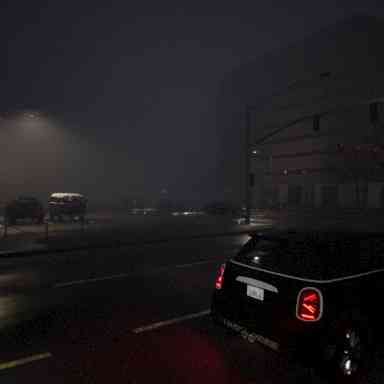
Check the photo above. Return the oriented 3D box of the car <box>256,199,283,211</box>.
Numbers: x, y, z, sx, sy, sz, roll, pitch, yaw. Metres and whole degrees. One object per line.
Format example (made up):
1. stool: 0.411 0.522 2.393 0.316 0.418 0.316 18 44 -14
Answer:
1. car: 9.184 1.581 41.275 1.812 1.442 4.674 0 0 -35

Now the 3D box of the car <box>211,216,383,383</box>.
1. car: 2.574 1.352 5.637 4.553 1.767 2.097 0 0 -35

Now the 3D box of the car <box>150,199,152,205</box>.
1. car: -8.927 1.581 60.840 1.812 1.442 4.674 0 0 -36

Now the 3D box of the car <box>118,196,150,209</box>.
1. car: -8.309 1.407 47.560 2.097 1.767 4.553 0 0 -35

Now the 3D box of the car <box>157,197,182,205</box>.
1. car: -4.062 1.603 60.040 2.033 1.411 5.357 0 0 -35

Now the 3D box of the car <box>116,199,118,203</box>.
1. car: -13.980 1.619 67.962 1.994 1.385 4.181 0 0 -35

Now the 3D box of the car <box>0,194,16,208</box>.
1. car: -31.741 1.209 56.446 1.932 1.855 4.605 0 0 -35

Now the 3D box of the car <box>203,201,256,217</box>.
1. car: 3.143 1.603 31.410 2.033 1.411 5.357 0 0 -35

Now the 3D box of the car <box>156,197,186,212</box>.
1. car: -2.549 1.581 39.444 1.812 1.442 4.674 0 0 -36
